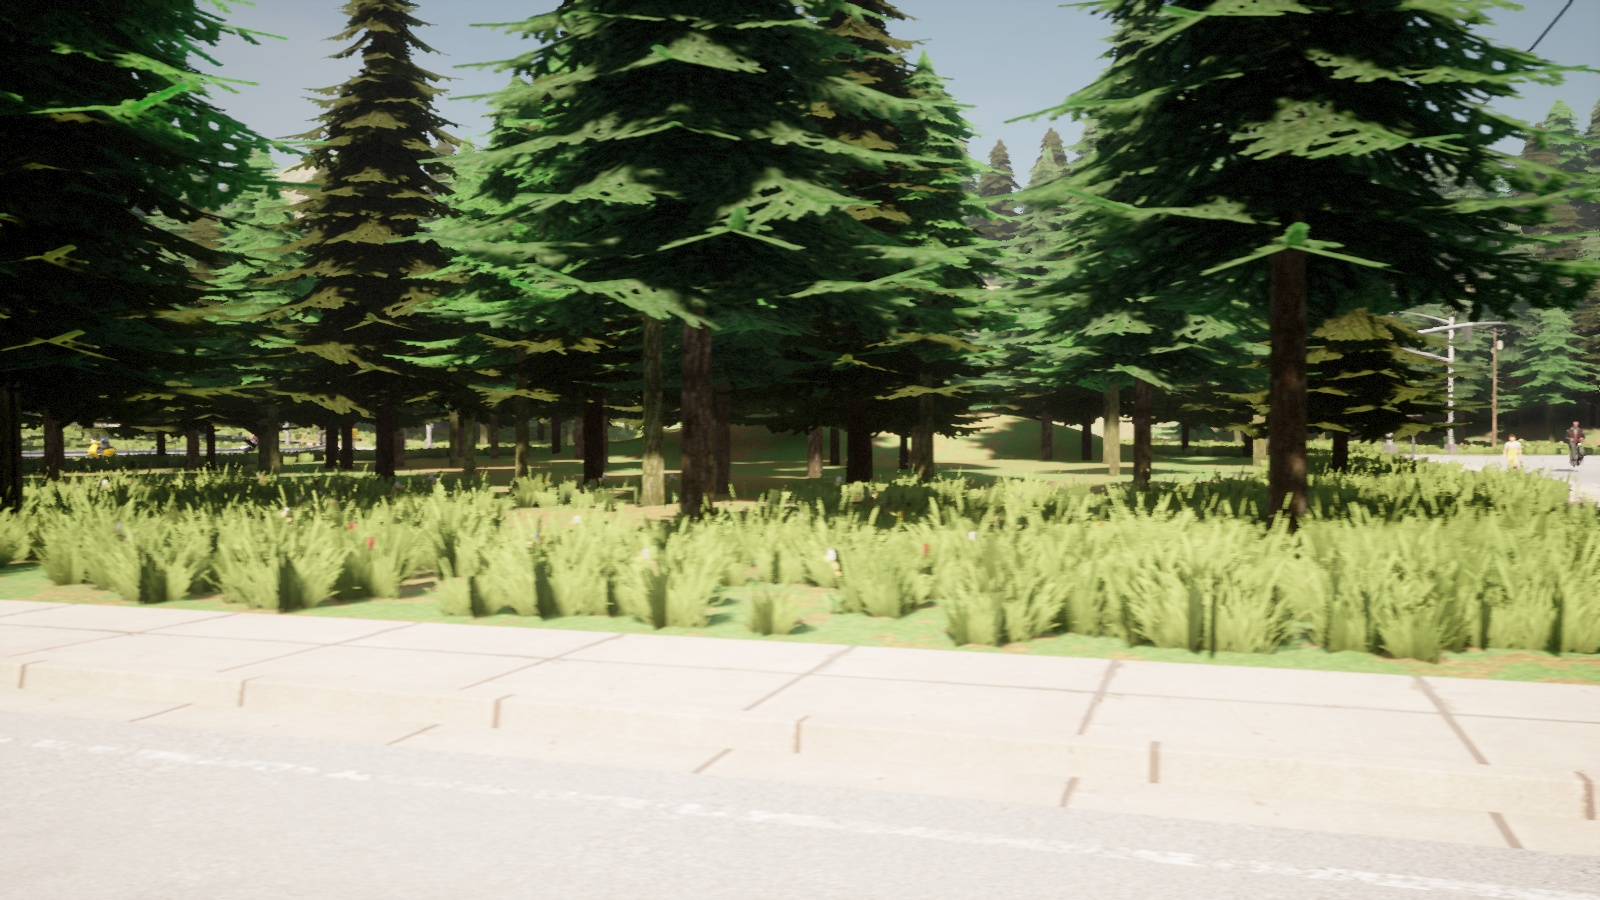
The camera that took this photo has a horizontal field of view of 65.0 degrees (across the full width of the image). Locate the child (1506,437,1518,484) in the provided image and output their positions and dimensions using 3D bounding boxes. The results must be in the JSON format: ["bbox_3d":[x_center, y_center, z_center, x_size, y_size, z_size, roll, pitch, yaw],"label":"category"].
[{"bbox_3d":[19.378,0.271,34.191,0.270,1.263,0.437,1,1,30],"label":"child"}]

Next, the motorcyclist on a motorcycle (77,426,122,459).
[{"bbox_3d":[-34.492,-0.396,61.884,0.866,1.590,1.817,1,1,20],"label":"motorcyclist on a motorcycle"}]
